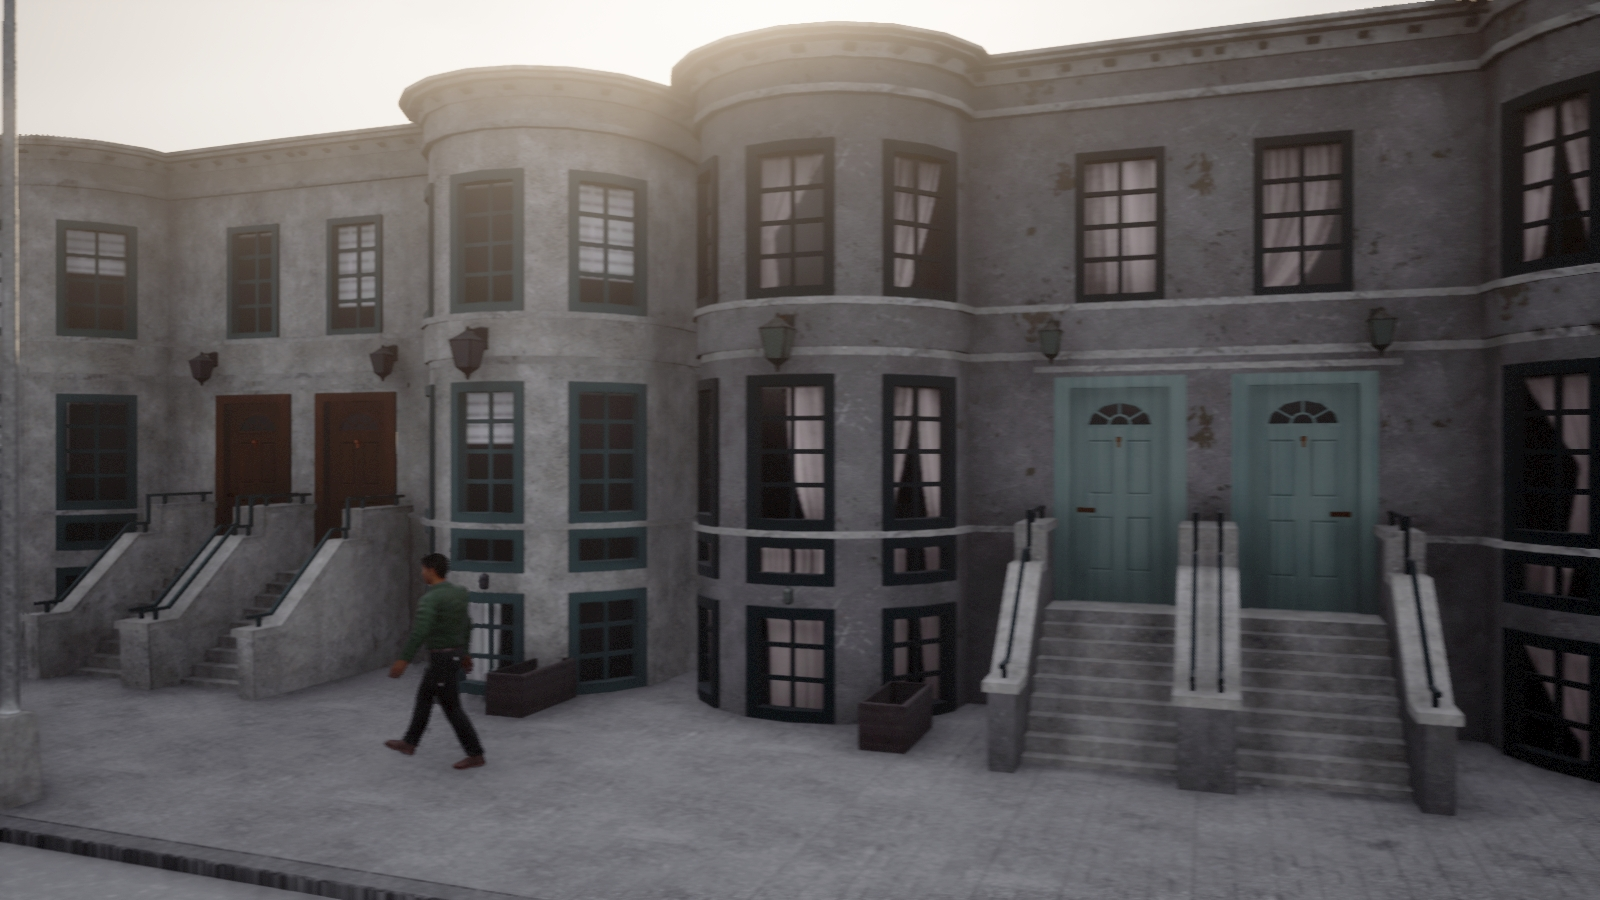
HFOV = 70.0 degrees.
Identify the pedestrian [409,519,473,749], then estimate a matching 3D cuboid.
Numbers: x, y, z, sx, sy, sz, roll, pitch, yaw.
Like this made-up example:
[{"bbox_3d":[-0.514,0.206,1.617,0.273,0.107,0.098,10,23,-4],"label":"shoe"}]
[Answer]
[{"bbox_3d":[-3.010,1.526,9.598,0.375,1.860,0.375,0,0,13],"label":"pedestrian"}]
